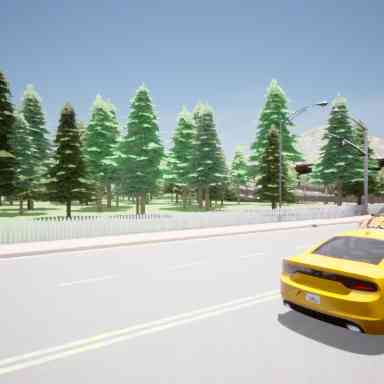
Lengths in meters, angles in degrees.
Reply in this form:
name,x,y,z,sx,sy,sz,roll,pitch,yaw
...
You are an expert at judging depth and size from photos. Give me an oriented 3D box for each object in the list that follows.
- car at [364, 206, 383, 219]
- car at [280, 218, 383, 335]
name,x,y,z,sx,sy,sz,roll,pitch,yaw
car,9.370,1.352,14.937,4.553,1.767,2.097,0,0,-35
car,3.878,1.478,6.519,5.008,1.535,1.882,0,0,-35
